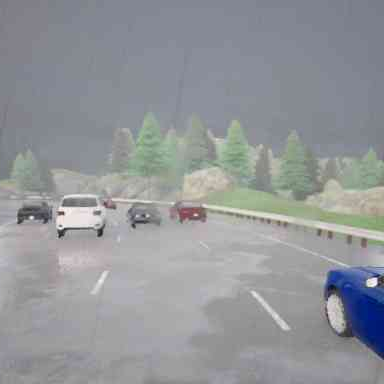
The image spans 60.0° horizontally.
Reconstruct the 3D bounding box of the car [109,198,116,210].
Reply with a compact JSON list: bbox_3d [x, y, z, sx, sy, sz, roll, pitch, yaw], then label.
[{"bbox_3d":[-10.370,1.390,39.436,1.994,1.385,4.181,0,0,-27],"label":"car"}]

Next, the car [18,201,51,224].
[{"bbox_3d":[-11.278,1.402,24.067,1.837,1.490,4.892,0,0,-18],"label":"car"}]

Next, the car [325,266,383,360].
[{"bbox_3d":[3.218,1.459,3.559,1.882,1.535,5.008,0,0,-3],"label":"car"}]

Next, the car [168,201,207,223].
[{"bbox_3d":[-0.438,1.366,24.514,1.882,1.535,5.008,0,0,-16],"label":"car"}]

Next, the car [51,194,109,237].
[{"bbox_3d":[-5.813,1.143,17.924,2.150,2.045,5.566,0,0,-13],"label":"car"}]

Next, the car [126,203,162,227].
[{"bbox_3d":[-3.272,1.450,22.004,2.033,1.411,5.357,0,0,-16],"label":"car"}]

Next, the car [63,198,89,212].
[{"bbox_3d":[-13.067,1.386,37.292,2.033,1.411,5.357,0,0,-27],"label":"car"}]
